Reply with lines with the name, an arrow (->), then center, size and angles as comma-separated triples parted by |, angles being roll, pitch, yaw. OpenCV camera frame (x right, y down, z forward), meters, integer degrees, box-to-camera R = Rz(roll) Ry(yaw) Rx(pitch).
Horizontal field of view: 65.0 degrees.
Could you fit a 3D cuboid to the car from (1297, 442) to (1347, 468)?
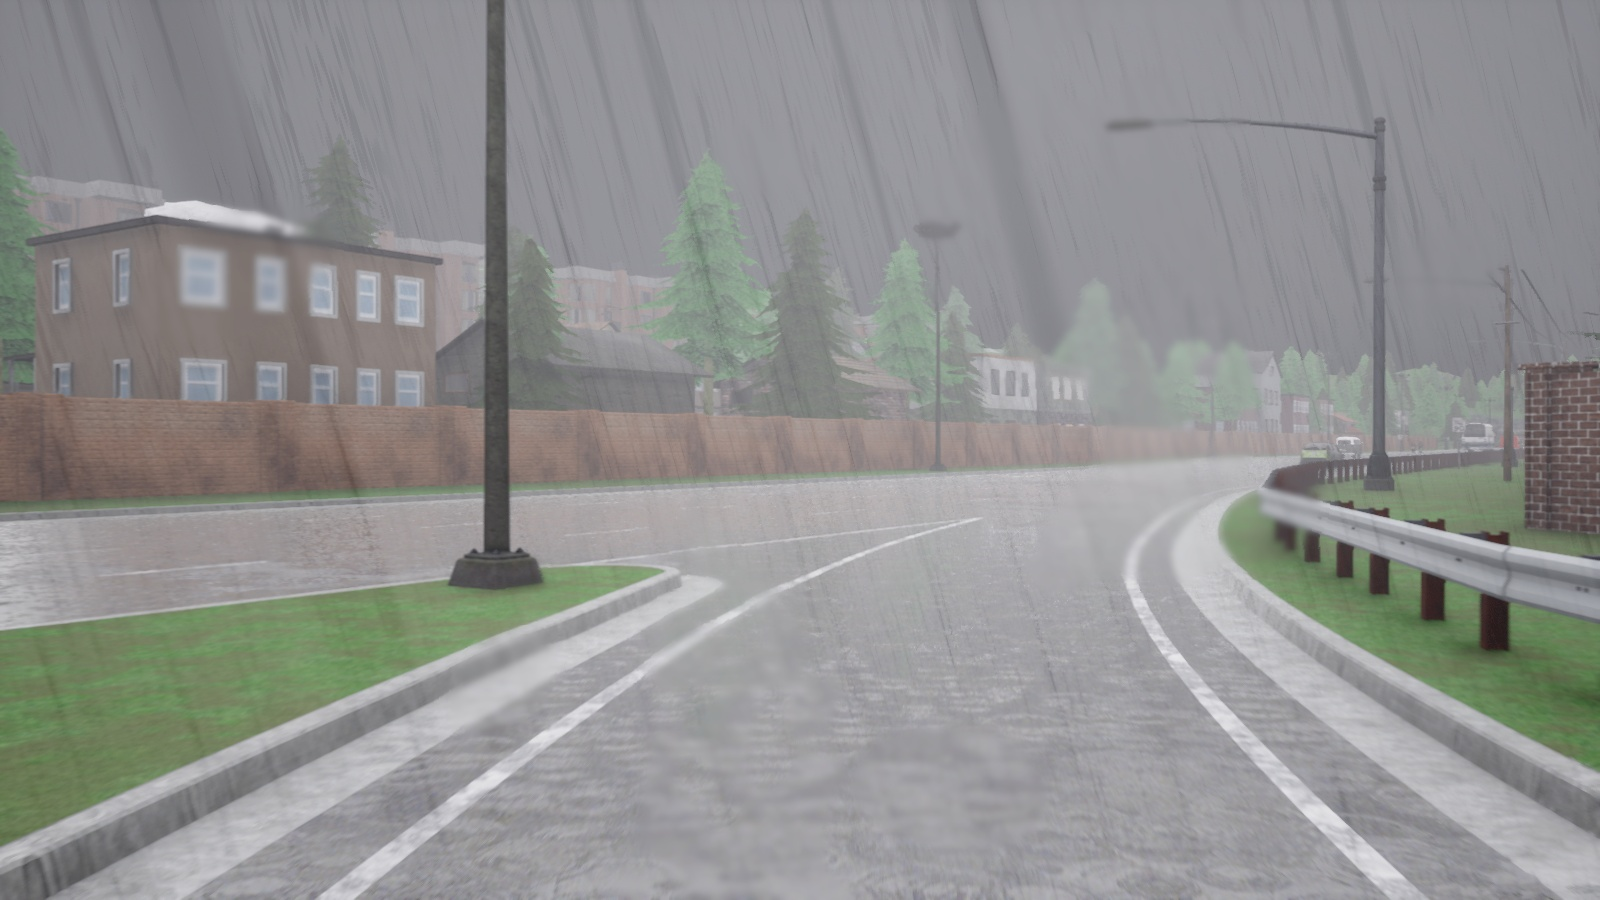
car -> 31.812, 0.296, 76.480 | 2.007, 1.525, 4.514 | 0, 0, 34
